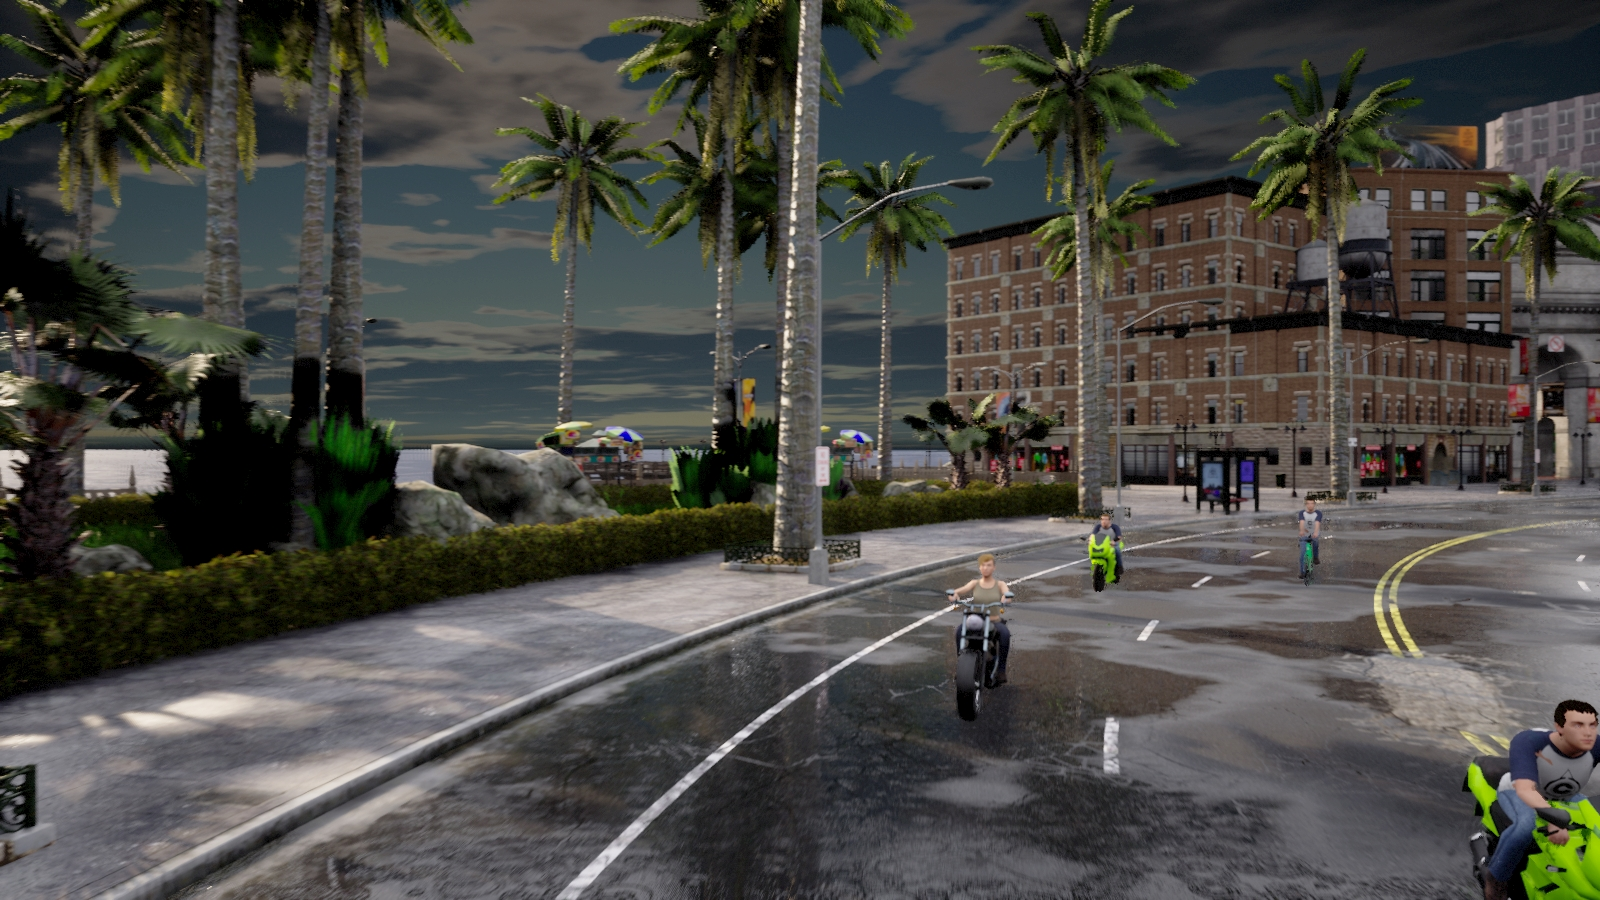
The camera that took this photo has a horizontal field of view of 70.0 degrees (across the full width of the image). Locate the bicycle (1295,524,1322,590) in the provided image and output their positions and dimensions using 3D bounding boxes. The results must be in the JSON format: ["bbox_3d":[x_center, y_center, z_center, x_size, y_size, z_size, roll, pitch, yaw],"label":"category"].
[{"bbox_3d":[10.621,2.210,23.841,0.373,1.196,1.643,1,1,28],"label":"bicycle"}]

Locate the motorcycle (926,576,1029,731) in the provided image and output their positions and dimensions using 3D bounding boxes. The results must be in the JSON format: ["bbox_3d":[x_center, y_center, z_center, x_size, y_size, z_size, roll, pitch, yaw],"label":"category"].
[{"bbox_3d":[2.014,2.171,12.671,0.764,1.277,2.356,0,0,18],"label":"motorcycle"}]

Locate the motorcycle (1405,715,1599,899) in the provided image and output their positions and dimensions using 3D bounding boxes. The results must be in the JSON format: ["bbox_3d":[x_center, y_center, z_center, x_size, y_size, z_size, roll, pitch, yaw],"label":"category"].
[{"bbox_3d":[3.960,2.214,5.976,0.803,1.145,2.033,1,0,10],"label":"motorcycle"}]

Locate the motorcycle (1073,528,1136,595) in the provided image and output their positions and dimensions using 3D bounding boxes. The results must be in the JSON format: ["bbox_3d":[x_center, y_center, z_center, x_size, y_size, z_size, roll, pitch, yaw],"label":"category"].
[{"bbox_3d":[6.166,2.215,23.045,0.803,1.145,2.033,0,0,28],"label":"motorcycle"}]
